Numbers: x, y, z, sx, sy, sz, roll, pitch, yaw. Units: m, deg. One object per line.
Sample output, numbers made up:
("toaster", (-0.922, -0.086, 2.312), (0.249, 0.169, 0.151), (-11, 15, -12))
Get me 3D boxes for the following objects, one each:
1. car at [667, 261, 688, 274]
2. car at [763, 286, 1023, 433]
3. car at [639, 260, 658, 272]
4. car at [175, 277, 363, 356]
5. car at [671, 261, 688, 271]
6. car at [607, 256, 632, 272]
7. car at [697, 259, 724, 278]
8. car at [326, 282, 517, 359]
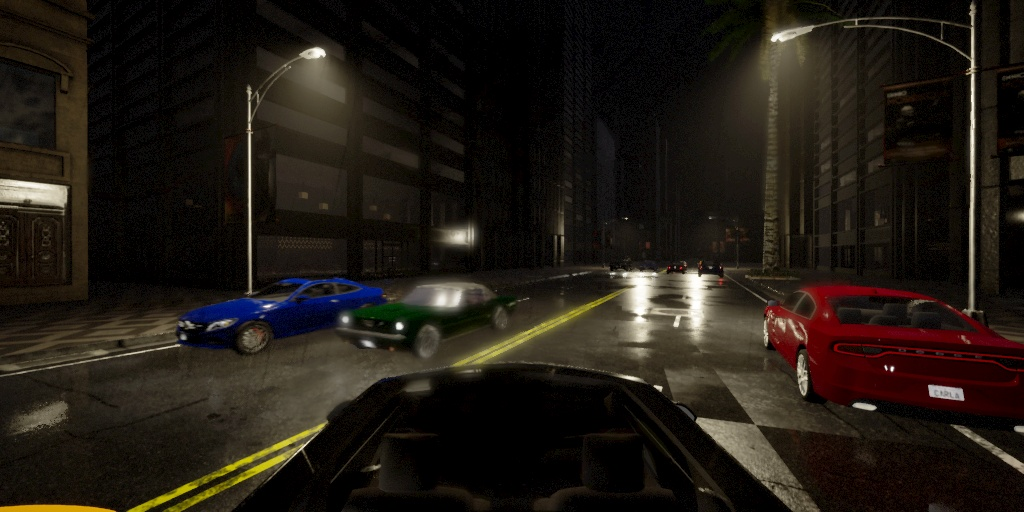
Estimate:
("car", (18.638, 1.317, 40.721), (2.033, 1.411, 5.357), (0, 0, 27))
("car", (5.512, 1.228, 5.819), (1.882, 1.535, 5.008), (0, 0, 27))
("car", (17.718, 1.298, 46.471), (1.812, 1.442, 4.674), (0, 0, 27))
("car", (-5.236, 1.276, 8.947), (1.812, 1.442, 4.674), (0, 0, 27))
("car", (23.523, 1.380, 50.221), (1.895, 1.301, 4.718), (0, 0, 27))
("car", (14.305, 0.993, 46.943), (2.150, 2.045, 5.566), (0, 0, 27))
("car", (19.280, 1.117, 34.899), (2.097, 1.767, 4.553), (0, 0, 27))
("car", (-1.698, 1.351, 8.718), (1.895, 1.301, 4.718), (0, 0, 27))
